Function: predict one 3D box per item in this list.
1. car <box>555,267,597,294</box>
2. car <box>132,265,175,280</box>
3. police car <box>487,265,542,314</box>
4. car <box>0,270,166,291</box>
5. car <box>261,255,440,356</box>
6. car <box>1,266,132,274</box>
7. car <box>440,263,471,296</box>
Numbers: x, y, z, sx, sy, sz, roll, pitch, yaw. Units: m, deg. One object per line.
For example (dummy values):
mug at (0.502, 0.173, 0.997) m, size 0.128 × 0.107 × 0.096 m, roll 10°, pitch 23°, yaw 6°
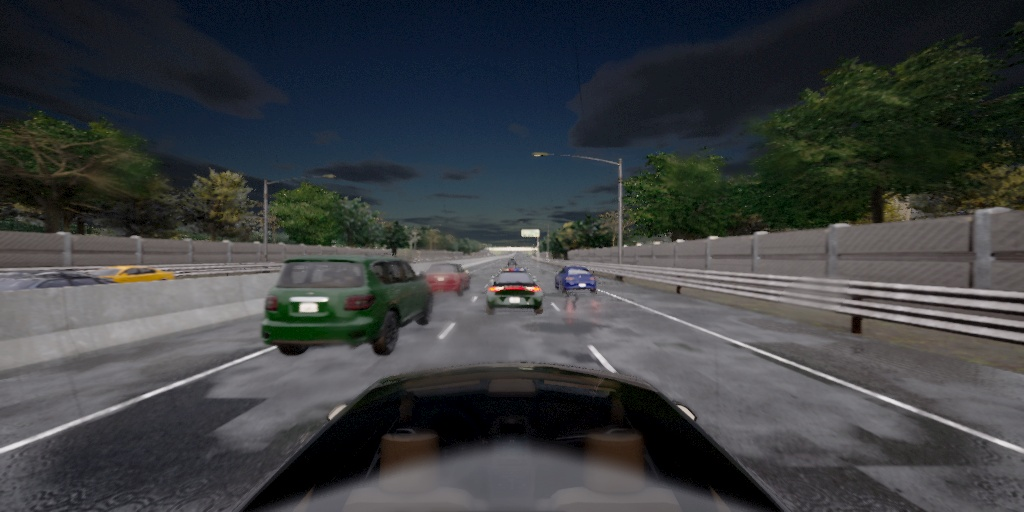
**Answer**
car at (3.606, 1.336, 20.683) m, size 1.812 × 1.442 × 4.674 m, roll 0°, pitch 0°, yaw 0°
car at (-21.090, 1.284, 19.310) m, size 1.882 × 1.535 × 5.008 m, roll 0°, pitch 0°, yaw 0°
police car at (0.078, 1.295, 14.265) m, size 2.038 × 1.542 × 4.974 m, roll 0°, pitch 0°, yaw 0°
car at (-14.098, 1.329, 10.780) m, size 2.033 × 1.411 × 5.357 m, roll 0°, pitch 0°, yaw 0°
car at (-3.498, 0.996, 8.858) m, size 2.150 × 2.045 × 5.566 m, roll 0°, pitch 0°, yaw 0°
car at (-17.595, 1.280, 13.053) m, size 2.128 × 1.511 × 4.902 m, roll 0°, pitch 0°, yaw 0°
car at (-3.495, 1.160, 19.798) m, size 2.097 × 1.767 × 4.553 m, roll 0°, pitch 0°, yaw 0°
